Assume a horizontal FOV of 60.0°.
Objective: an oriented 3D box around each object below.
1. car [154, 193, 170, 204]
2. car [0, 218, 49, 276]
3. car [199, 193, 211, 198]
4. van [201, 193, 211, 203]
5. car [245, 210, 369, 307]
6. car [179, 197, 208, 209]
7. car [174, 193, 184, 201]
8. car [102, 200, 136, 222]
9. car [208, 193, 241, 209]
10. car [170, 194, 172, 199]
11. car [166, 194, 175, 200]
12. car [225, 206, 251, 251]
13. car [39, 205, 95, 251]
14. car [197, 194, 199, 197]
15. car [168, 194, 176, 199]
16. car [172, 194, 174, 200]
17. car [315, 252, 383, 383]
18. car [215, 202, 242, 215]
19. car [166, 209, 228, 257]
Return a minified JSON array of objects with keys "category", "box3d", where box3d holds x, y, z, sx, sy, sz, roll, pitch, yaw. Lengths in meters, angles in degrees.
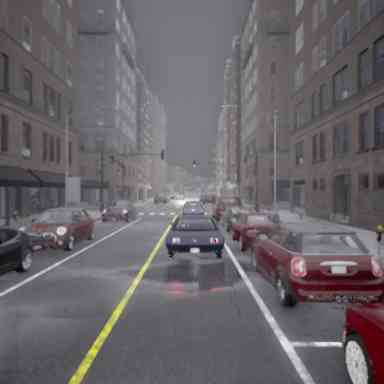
[{"category":"car","box3d":[-5.429,1.108,57.509,2.192,1.841,5.009,0,0,0]},{"category":"car","box3d":[-5.389,1.538,7.904,1.947,1.339,4.313,0,0,0]},{"category":"car","box3d":[2.691,1.128,52.008,2.192,1.841,5.009,0,0,0]},{"category":"van","box3d":[2.680,1.114,63.016,1.690,1.788,3.998,0,0,0]},{"category":"car","box3d":[2.636,1.412,7.906,1.967,1.590,4.097,0,0,0]},{"category":"car","box3d":[0.094,1.447,28.151,2.033,1.411,5.357,0,0,0]},{"category":"car","box3d":[-2.764,1.258,73.906,1.812,1.442,4.674,0,0,0]},{"category":"car","box3d":[-5.392,1.351,24.950,1.967,1.590,4.097,0,0,0]},{"category":"car","box3d":[2.633,1.226,24.952,2.192,1.841,5.009,0,0,0]},{"category":"car","box3d":[-5.428,1.339,63.014,1.947,1.339,4.313,0,0,0]},{"category":"car","box3d":[-5.423,1.237,85.029,1.887,1.381,4.507,0,0,0]},{"category":"car","box3d":[2.635,1.496,13.589,1.887,1.381,4.507,0,0,0]},{"category":"car","box3d":[-5.390,1.392,13.586,1.967,1.590,4.097,0,0,0]},{"category":"car","box3d":[2.675,1.068,68.519,2.192,1.841,5.009,0,0,0]},{"category":"car","box3d":[-5.422,1.217,90.532,1.887,1.381,4.507,0,0,0]},{"category":"car","box3d":[-5.427,1.304,68.518,2.008,1.369,4.403,0,0,0]},{"category":"car","box3d":[2.637,1.537,2.224,1.887,1.381,4.507,0,0,0]},{"category":"car","box3d":[2.634,1.482,19.271,2.008,1.369,4.403,0,0,0]},{"category":"car","box3d":[0.099,1.555,12.747,1.895,1.301,4.718,0,0,0]}]
